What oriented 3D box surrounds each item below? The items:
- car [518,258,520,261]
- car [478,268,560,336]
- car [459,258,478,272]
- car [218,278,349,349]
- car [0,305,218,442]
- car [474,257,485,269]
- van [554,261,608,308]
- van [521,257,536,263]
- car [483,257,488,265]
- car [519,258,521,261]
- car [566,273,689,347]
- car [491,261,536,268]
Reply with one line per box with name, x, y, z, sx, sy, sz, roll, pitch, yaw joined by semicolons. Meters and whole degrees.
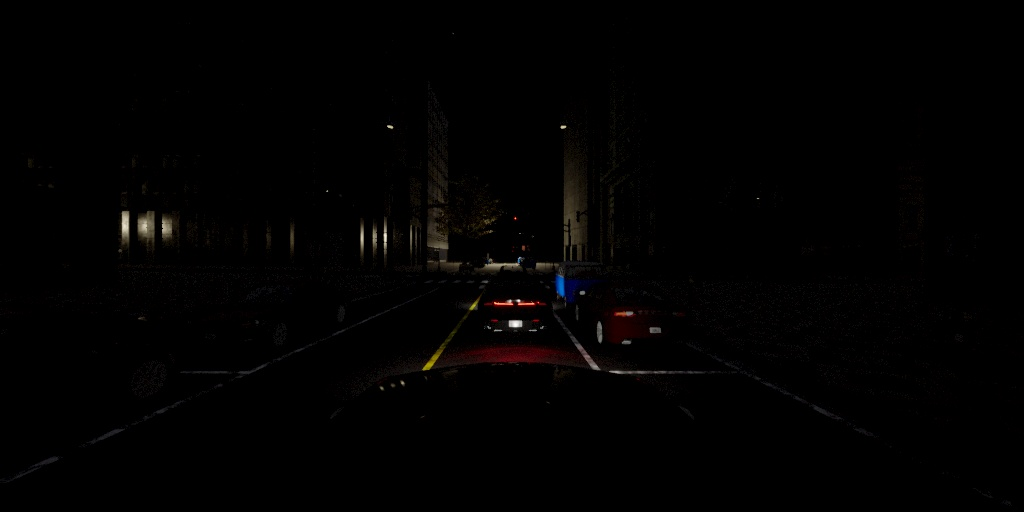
car;2.559;1.332;63.473;1.888;1.381;4.507;0;0;0
car;0.074;1.256;10.373;1.837;1.490;4.892;0;0;0
car;-5.917;1.297;47.050;1.751;1.417;4.829;0;0;0
car;-5.802;1.296;9.128;1.888;1.381;4.507;0;0;0
car;-5.782;1.295;3.603;1.888;1.381;4.507;0;0;0
car;-5.947;1.326;57.800;1.888;1.381;4.507;0;0;0
van;2.736;1.093;14.663;1.690;1.789;3.998;0;0;0
van;2.595;1.117;52.647;1.690;1.789;3.998;0;0;0
car;-5.965;1.101;63.089;2.192;1.841;5.009;0;0;0
car;2.577;1.347;58.059;1.948;1.339;4.313;0;0;0
car;2.753;1.296;9.138;1.888;1.381;4.507;0;0;0
car;0.047;1.246;19.792;2.128;1.511;4.902;0;0;-1
